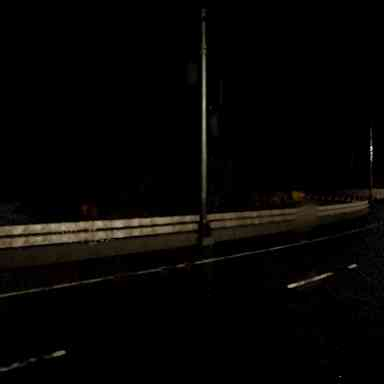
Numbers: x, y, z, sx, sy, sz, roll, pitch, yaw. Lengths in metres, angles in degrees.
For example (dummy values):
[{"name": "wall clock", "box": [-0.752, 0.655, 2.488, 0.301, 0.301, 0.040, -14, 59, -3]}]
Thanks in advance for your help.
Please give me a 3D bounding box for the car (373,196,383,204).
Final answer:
[{"name": "car", "box": [36.928, 1.570, 65.077, 2.128, 1.511, 4.902, 0, 0, 14]}]
